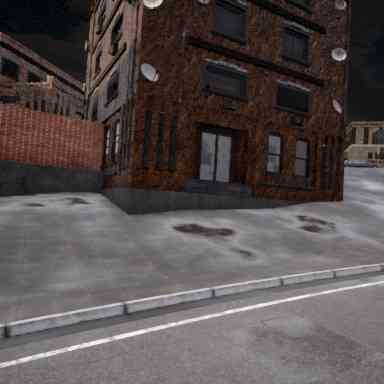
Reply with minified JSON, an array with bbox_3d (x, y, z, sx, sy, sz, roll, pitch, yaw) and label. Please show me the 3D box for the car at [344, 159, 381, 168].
[{"bbox_3d":[21.205,-3.297,41.902,4.553,1.767,2.185,2,-3,15],"label":"car"}]
